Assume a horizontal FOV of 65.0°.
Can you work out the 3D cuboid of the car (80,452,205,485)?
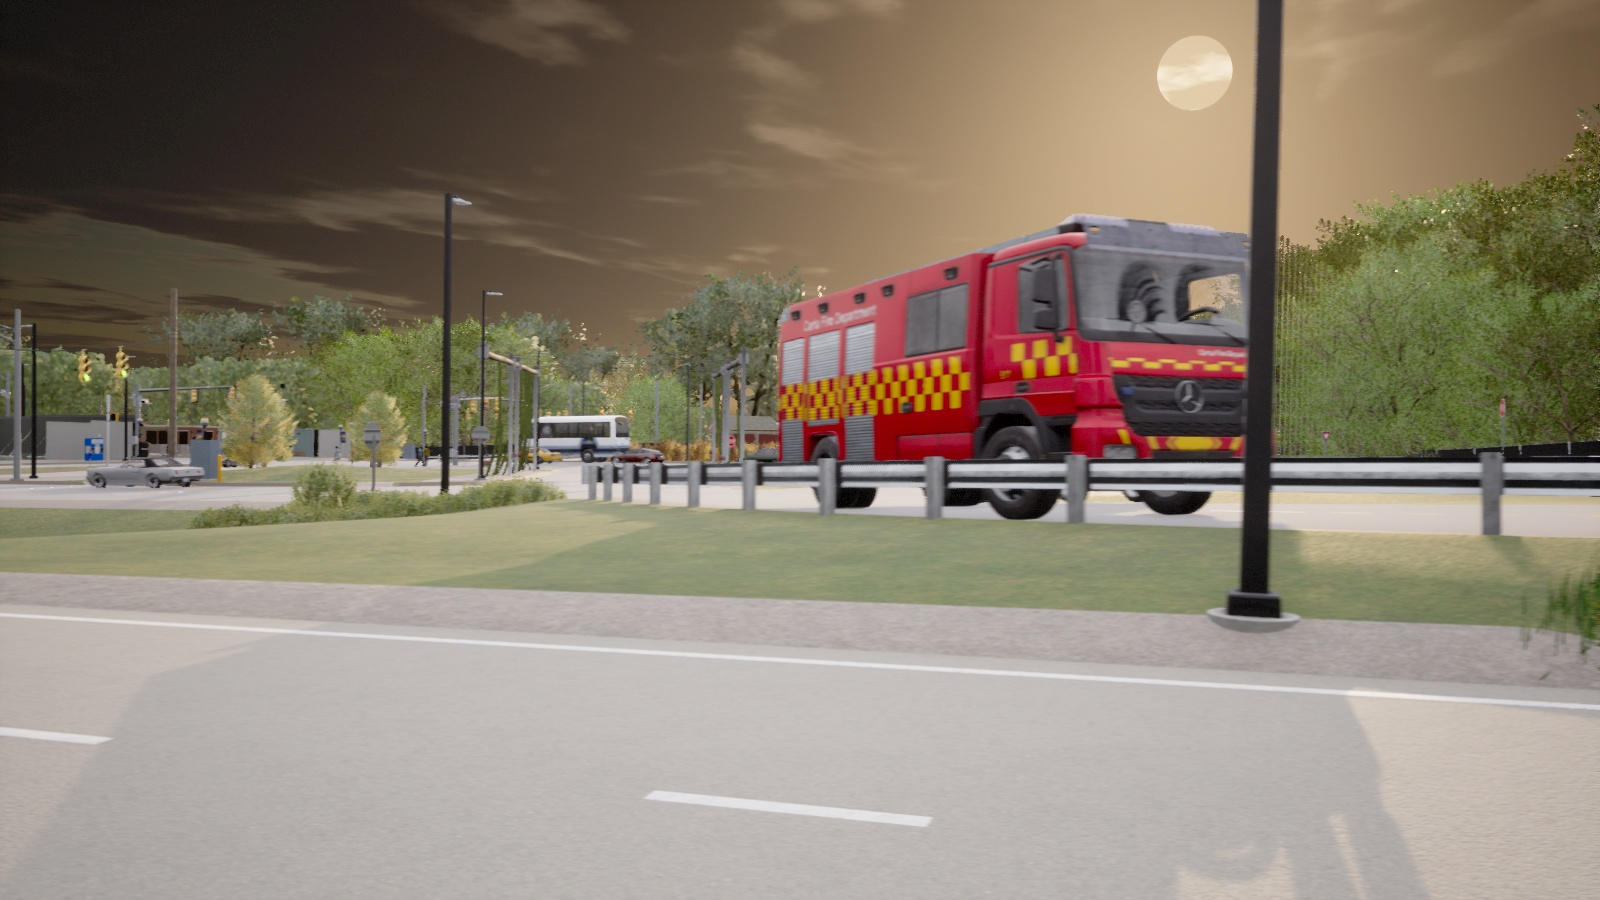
[{"bbox_3d":[-27.697,0.754,52.953,4.718,1.301,1.895,0,1,18],"label":"car"}]

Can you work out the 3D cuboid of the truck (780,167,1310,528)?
[{"bbox_3d":[2.783,-1.012,17.761,2.891,3.827,8.468,1,-1,-25],"label":"truck"}]

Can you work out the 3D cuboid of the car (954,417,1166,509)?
[{"bbox_3d":[4.565,0.264,22.569,1.845,1.501,3.633,1,-2,-27],"label":"car"}]
